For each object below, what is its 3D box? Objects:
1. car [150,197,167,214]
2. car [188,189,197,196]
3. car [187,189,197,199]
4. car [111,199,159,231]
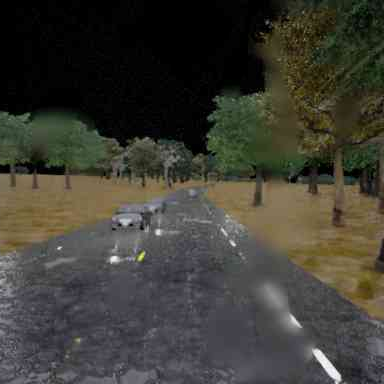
[{"bbox_3d":[-3.505,1.303,32.660,2.128,1.511,4.902,0,1,1],"label":"car"},{"bbox_3d":[0.057,0.146,77.966,2.128,1.511,4.902,0,2,0],"label":"car"},{"bbox_3d":[0.050,0.586,67.557,2.128,1.511,4.902,0,2,0],"label":"car"},{"bbox_3d":[-3.518,1.424,20.099,2.128,1.511,4.902,0,0,1],"label":"car"}]
